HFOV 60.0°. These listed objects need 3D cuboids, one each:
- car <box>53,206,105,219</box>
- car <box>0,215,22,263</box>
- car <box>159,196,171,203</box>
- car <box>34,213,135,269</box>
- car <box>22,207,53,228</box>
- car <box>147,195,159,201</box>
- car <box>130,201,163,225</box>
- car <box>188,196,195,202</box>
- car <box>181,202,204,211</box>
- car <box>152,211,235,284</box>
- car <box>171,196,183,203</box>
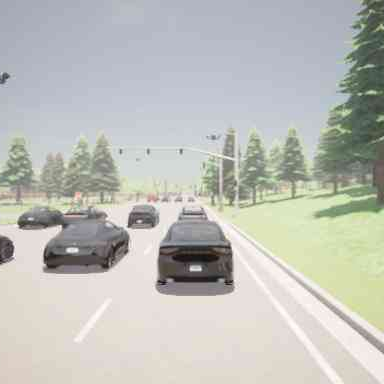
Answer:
[{"bbox_3d":[-6.943,1.641,21.887,2.128,1.511,4.902,0,0,0],"label":"car"},{"bbox_3d":[-6.928,1.590,9.298,1.812,1.442,4.674,0,0,0],"label":"car"},{"bbox_3d":[-7.182,2.098,89.335,1.837,1.490,4.892,0,0,0],"label":"car"},{"bbox_3d":[-3.422,1.642,11.509,1.994,1.385,4.181,0,0,0],"label":"car"},{"bbox_3d":[-10.447,1.725,23.568,1.994,1.385,4.181,0,0,0],"label":"car"},{"bbox_3d":[-10.682,1.823,89.360,2.150,2.045,5.566,0,0,0],"label":"car"},{"bbox_3d":[-3.449,1.673,24.289,1.837,1.490,4.892,0,0,0],"label":"car"},{"bbox_3d":[-0.183,2.154,89.766,1.994,1.385,4.181,0,0,0],"label":"car"},{"bbox_3d":[0.057,1.639,21.689,2.128,1.511,4.902,0,0,0],"label":"car"},{"bbox_3d":[0.084,1.545,9.802,1.882,1.535,5.008,0,0,0],"label":"car"},{"bbox_3d":[-3.682,2.123,89.342,2.128,1.511,4.902,0,0,0],"label":"car"}]
